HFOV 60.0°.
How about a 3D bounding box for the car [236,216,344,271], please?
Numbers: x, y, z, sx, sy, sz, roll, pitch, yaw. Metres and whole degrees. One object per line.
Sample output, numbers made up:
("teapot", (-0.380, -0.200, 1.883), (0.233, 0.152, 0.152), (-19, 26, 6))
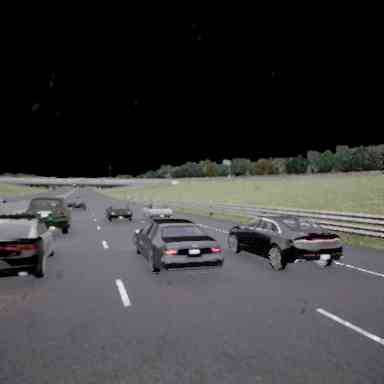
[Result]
("car", (2.860, 1.551, 11.296), (2.128, 1.511, 4.902), (0, 0, -18))

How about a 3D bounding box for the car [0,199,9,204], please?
("car", (-27.322, 1.699, 47.181), (1.812, 1.442, 4.674), (0, 0, -18))

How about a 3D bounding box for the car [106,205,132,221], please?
("car", (-6.311, 1.721, 28.451), (1.895, 1.301, 4.718), (0, 0, -18))

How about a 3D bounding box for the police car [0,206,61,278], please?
("police car", (-5.302, 1.452, 10.075), (1.930, 1.638, 5.238), (0, 0, -18))

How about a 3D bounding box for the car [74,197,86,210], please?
("car", (-15.612, 1.552, 45.564), (2.097, 1.767, 4.553), (0, 0, -18))

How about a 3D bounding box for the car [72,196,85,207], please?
("car", (-19.504, 1.592, 57.357), (2.097, 1.767, 4.553), (0, 0, -18))

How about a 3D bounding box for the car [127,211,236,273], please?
("car", (-0.704, 1.593, 10.960), (2.033, 1.411, 5.357), (0, 0, -18))

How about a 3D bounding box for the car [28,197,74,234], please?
("car", (-8.324, 1.288, 19.534), (2.150, 2.045, 5.566), (0, 0, -18))

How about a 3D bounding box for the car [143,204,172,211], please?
("car", (-3.232, 1.741, 30.310), (1.895, 1.301, 4.718), (0, 0, -18))
